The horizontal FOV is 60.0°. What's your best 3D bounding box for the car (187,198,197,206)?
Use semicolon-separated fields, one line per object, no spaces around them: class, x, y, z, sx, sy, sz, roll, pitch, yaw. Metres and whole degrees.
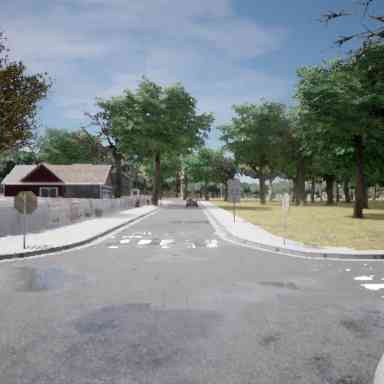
car;0.010;1.827;62.953;1.895;1.301;4.718;0;0;0

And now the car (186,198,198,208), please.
car;0.006;1.699;52.918;1.812;1.442;4.674;0;0;0
